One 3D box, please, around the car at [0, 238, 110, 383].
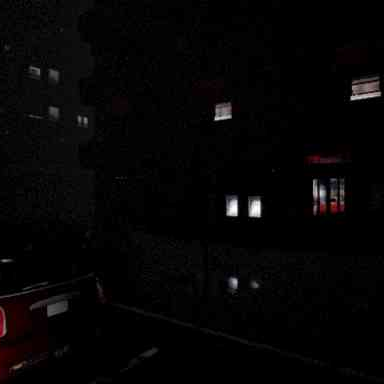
[{"bbox_3d":[-3.215,1.438,5.170,4.097,1.590,1.967,0,0,36],"label":"car"}]
